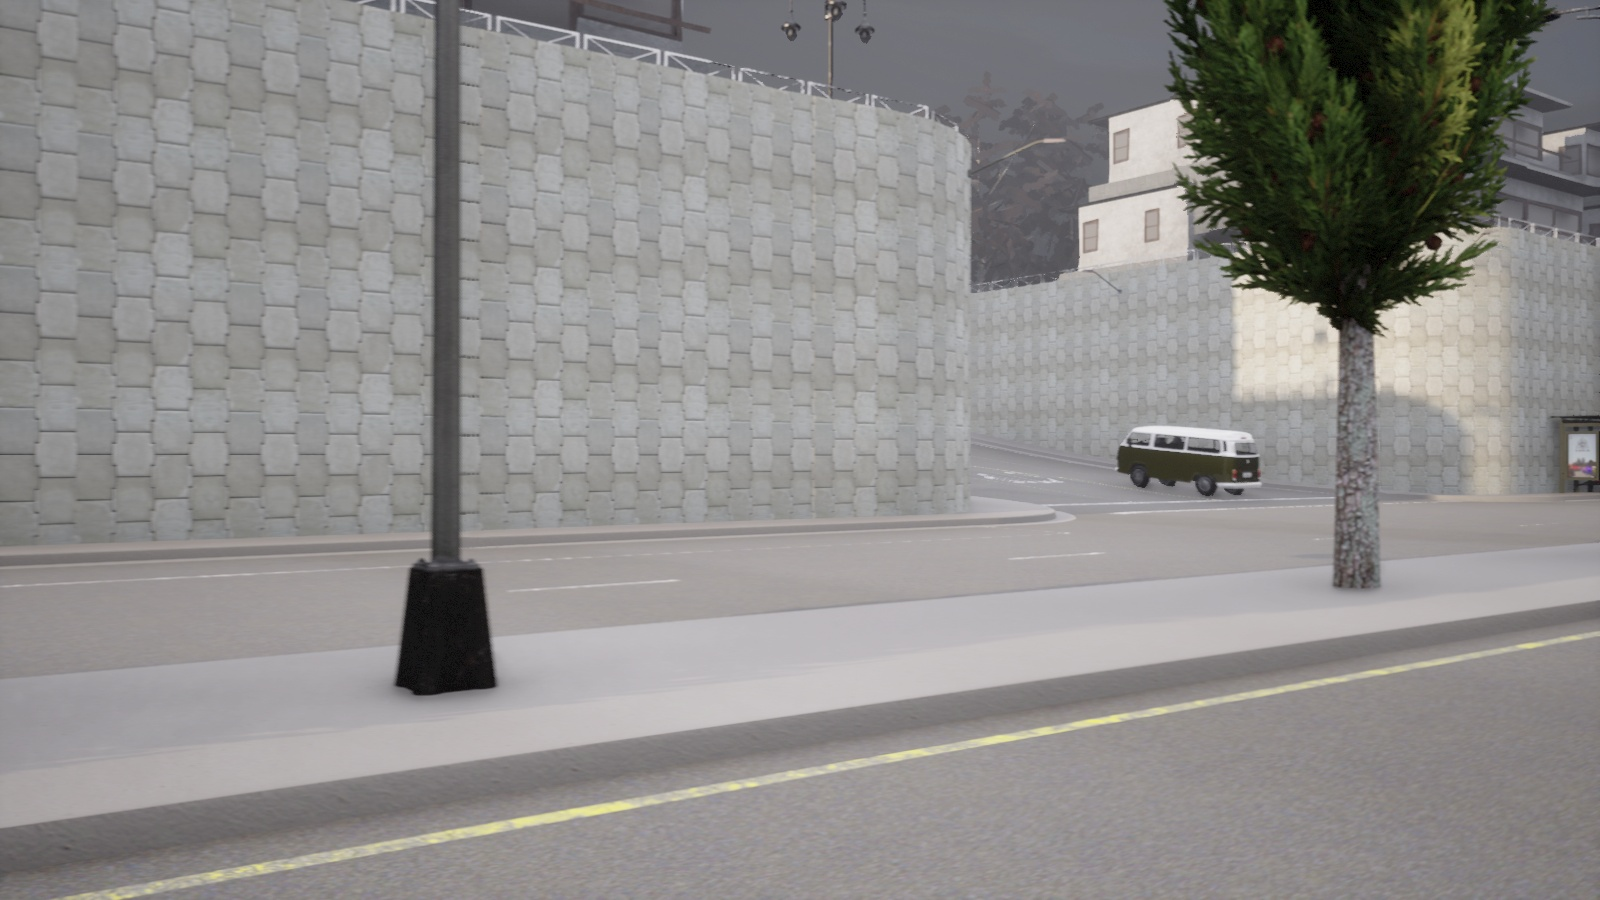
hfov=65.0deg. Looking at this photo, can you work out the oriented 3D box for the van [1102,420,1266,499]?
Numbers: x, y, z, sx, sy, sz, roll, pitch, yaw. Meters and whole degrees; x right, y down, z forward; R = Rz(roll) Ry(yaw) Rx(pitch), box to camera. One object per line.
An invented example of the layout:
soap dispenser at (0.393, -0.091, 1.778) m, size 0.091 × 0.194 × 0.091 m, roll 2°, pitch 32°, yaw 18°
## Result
van at (12.072, 0.230, 39.769) m, size 2.069 × 2.038 × 4.480 m, roll -1°, pitch 6°, yaw -38°
